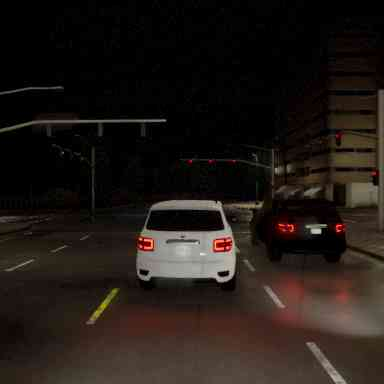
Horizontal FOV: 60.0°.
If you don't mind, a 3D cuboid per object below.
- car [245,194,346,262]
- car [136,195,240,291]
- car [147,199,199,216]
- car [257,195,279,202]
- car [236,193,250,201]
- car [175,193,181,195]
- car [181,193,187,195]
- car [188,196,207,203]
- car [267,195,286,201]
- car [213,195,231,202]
[{"bbox_3d":[3.588,1.221,12.245,2.150,2.045,5.566,0,0,0],"label":"car"},{"bbox_3d":[0.024,1.221,9.222,2.150,2.045,5.566,0,0,4],"label":"car"},{"bbox_3d":[-1.834,1.506,33.140,5.008,1.535,1.882,0,0,0],"label":"car"},{"bbox_3d":[18.268,1.540,80.287,5.357,1.411,2.033,0,0,-33],"label":"car"},{"bbox_3d":[13.140,1.225,80.799,5.566,2.045,2.150,0,0,-41],"label":"car"},{"bbox_3d":[-3.297,1.352,51.962,2.097,1.767,4.553,0,0,3],"label":"car"},{"bbox_3d":[-2.210,1.221,61.782,2.150,2.045,5.566,0,0,14],"label":"car"},{"bbox_3d":[1.275,1.540,71.528,2.033,1.411,5.357,0,0,27],"label":"car"},{"bbox_3d":[21.912,1.524,86.309,4.674,1.442,1.812,0,0,-22],"label":"car"},{"bbox_3d":[7.277,1.500,79.999,1.837,1.490,4.892,0,0,42],"label":"car"}]
